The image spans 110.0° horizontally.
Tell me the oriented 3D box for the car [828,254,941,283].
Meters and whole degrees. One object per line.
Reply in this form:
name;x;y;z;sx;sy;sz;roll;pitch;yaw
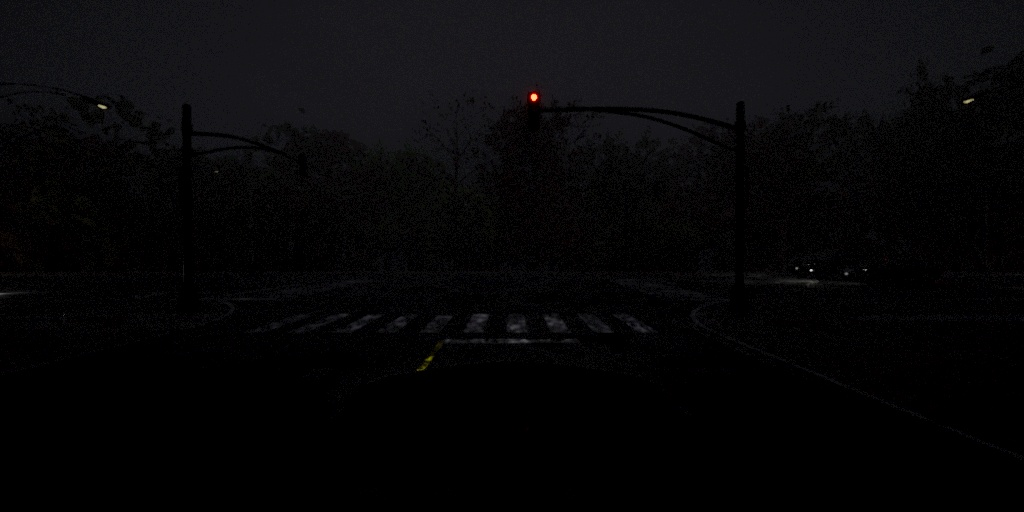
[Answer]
car;22.541;0.797;21.495;4.902;1.511;2.128;0;1;1

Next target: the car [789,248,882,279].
car;22.461;0.496;24.744;5.566;2.045;2.150;0;1;1
